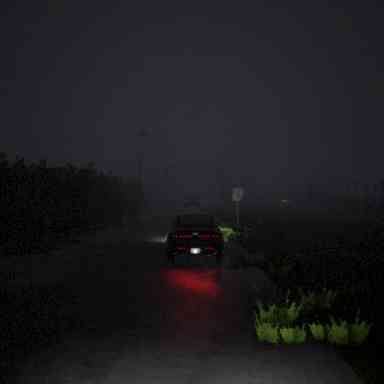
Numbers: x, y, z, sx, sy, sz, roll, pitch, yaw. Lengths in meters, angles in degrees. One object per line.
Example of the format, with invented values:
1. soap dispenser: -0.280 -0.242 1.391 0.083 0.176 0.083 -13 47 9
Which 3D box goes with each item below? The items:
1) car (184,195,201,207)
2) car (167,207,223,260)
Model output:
1. car: 0.033 1.358 45.327 2.150 2.045 5.566 0 0 1
2. car: 0.104 1.542 12.546 1.837 1.490 4.892 0 0 0
